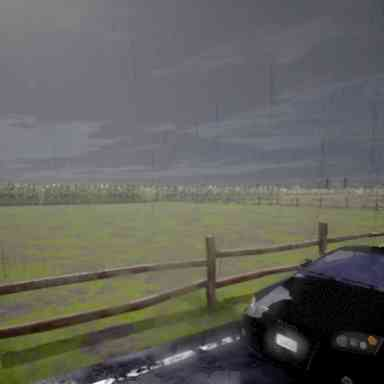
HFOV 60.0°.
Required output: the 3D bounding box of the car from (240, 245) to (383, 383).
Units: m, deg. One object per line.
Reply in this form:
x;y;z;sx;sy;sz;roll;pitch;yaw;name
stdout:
2.714;1.559;5.008;4.181;1.385;1.994;0;0;-36;car
